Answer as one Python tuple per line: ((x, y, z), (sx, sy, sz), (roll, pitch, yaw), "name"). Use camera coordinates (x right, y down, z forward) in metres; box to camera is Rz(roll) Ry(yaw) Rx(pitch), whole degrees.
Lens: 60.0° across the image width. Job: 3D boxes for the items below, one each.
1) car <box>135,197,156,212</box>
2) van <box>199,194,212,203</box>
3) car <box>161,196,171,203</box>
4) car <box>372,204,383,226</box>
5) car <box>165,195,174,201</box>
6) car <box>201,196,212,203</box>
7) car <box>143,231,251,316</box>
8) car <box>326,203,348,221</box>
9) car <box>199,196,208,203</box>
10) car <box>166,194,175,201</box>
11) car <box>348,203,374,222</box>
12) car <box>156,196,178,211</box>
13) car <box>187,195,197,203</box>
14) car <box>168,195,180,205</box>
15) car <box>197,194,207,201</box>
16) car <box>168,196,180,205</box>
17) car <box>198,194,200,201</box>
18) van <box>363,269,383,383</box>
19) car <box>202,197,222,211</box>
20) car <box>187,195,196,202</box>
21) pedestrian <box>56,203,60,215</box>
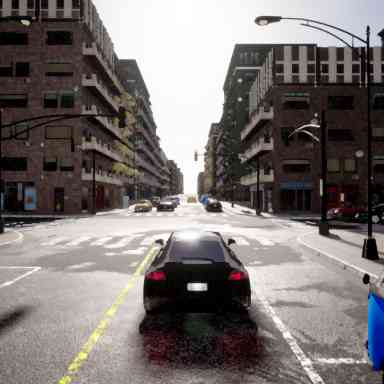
((-5.751, 1.540, 39.761), (1.752, 1.417, 4.829), (1, 0, 0), "car")
((2.599, 1.364, 56.875), (1.690, 1.788, 3.998), (1, 0, 0), "van")
((-5.816, 1.577, 73.787), (1.887, 1.381, 4.507), (1, 0, 0), "car")
((13.501, 1.583, 19.771), (4.313, 1.339, 1.947), (0, -1, 1), "car")
((-5.838, 1.590, 85.072), (2.008, 1.369, 4.403), (1, 0, 0), "car")
((2.617, 1.568, 45.590), (2.008, 1.369, 4.403), (1, 0, 0), "car")
((0.086, 1.566, 7.603), (1.994, 1.385, 4.181), (0, 0, 0), "car")
((13.589, 1.609, 28.153), (4.097, 1.590, 1.967), (0, -1, 1), "car")
((2.563, 1.614, 73.802), (1.802, 1.307, 4.206), (1, 0, 0), "car")
((-5.847, 1.483, 90.715), (1.967, 1.590, 4.097), (1, 0, 0), "car")
((15.061, 1.635, 25.545), (4.892, 1.490, 1.837), (0, -1, 0), "car")
((-3.176, 1.579, 40.926), (1.994, 1.385, 4.181), (0, 0, 0), "car")
((-0.033, 1.508, 70.204), (1.882, 1.535, 5.008), (0, 0, 0), "car")
((-3.190, 1.497, 49.643), (1.882, 1.535, 5.008), (0, 0, 0), "car")
((2.546, 1.354, 85.088), (2.192, 1.841, 5.009), (1, 0, 0), "car")
((-3.183, 1.502, 60.019), (1.882, 1.535, 5.008), (0, 0, 0), "car")
((2.574, 1.554, 68.330), (1.752, 1.417, 4.829), (1, 0, 0), "car")
((2.670, 1.342, 2.001), (1.690, 1.788, 3.998), (1, 0, 0), "van")
((2.627, 1.581, 39.947), (1.947, 1.339, 4.313), (1, 0, 0), "car")
((-0.152, 1.561, 80.477), (2.128, 1.511, 4.902), (0, 0, 0), "car")
((-12.598, 1.598, 31.353), (0.500, 1.100, 0.500), (0, -1, 1), "pedestrian")
